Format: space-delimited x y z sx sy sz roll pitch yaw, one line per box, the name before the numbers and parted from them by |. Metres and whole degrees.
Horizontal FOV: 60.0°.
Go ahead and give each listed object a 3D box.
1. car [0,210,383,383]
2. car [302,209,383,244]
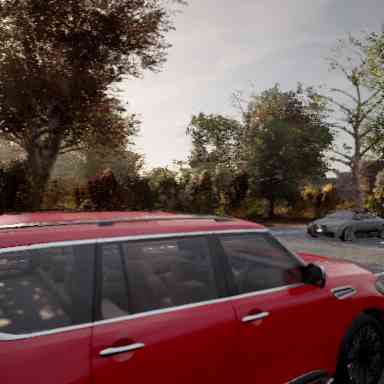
car | -0.158 1.216 3.494 5.566 2.045 2.150 0 0 -34
car | 7.748 1.621 16.511 4.181 1.385 1.994 0 0 -28
